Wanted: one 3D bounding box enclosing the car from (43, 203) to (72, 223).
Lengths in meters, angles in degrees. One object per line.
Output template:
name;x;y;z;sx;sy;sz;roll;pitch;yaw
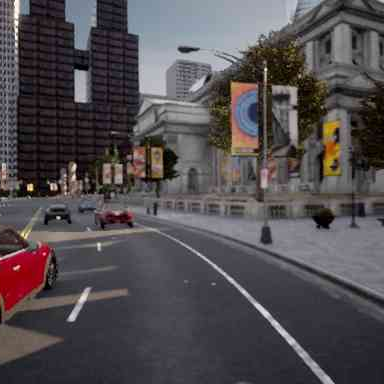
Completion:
car;-10.602;1.616;26.299;1.837;1.490;4.892;0;0;-22

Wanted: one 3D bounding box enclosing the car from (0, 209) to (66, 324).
car;-4.103;1.391;6.205;2.097;1.767;4.553;-1;0;-7

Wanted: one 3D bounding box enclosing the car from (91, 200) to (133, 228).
car;-5.512;1.420;23.021;2.097;1.767;4.553;0;0;-21

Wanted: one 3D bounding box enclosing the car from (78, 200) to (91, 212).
car;-12.724;1.690;40.384;2.033;1.411;5.357;0;0;-23
